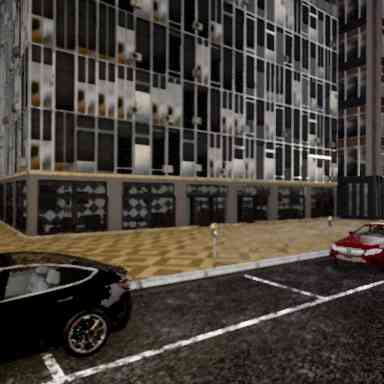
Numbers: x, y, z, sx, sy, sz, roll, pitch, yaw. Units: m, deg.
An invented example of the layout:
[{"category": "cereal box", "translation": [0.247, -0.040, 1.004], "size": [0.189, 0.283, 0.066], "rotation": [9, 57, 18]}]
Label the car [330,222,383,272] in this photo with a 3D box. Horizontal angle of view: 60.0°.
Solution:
[{"category": "car", "translation": [6.354, 1.697, 11.107], "size": [4.206, 1.307, 1.802], "rotation": [1, 0, -36]}]

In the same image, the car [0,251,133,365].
[{"category": "car", "translation": [-2.917, 1.567, 4.481], "size": [4.313, 1.339, 1.947], "rotation": [1, -1, -36]}]
